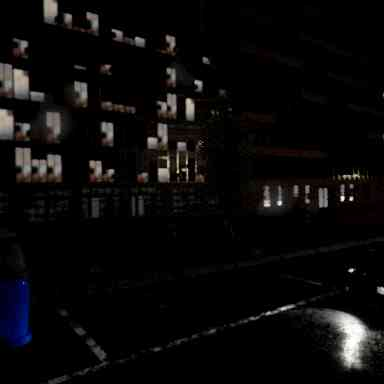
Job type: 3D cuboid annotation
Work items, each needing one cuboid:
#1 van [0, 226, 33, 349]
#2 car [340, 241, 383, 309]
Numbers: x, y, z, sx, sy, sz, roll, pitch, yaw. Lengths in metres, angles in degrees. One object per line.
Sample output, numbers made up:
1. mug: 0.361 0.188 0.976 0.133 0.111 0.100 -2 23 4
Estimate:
1. van: -3.972 1.347 3.745 3.998 1.788 1.690 0 -1 -35
2. car: 4.965 1.527 6.900 4.181 1.385 1.994 0 0 -35
